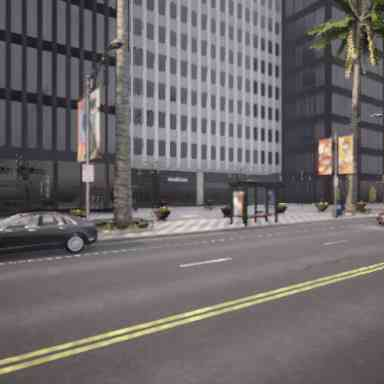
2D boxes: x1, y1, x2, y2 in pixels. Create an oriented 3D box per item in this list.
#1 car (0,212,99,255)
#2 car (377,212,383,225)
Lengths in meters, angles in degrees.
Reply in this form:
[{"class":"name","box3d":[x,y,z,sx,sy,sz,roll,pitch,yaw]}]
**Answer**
[{"class":"car","box3d":[-5.886,1.483,12.060,4.892,1.521,2.231,0,0,-35]},{"class":"car","box3d":[14.628,1.540,22.793,4.674,1.442,1.812,0,0,-33]}]
